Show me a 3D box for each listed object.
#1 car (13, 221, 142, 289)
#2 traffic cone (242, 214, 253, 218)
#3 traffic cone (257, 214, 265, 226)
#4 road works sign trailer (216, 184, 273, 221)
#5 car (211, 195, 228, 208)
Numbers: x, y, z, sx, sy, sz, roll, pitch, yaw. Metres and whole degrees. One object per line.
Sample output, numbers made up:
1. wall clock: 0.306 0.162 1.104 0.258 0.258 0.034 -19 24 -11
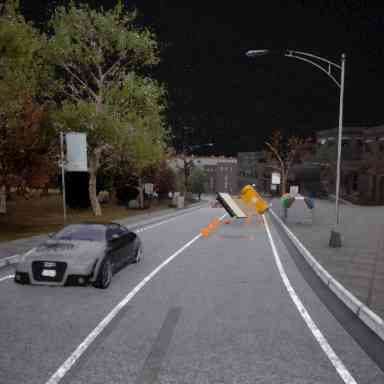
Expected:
1. car: -2.758 1.505 8.973 1.994 1.385 4.181 1 0 7
2. traffic cone: 3.686 1.926 21.997 0.340 0.580 0.340 2 2 7
3. traffic cone: 4.676 1.945 21.973 0.340 0.580 0.340 1 0 20
4. road works sign trailer: 3.303 1.093 23.634 3.560 2.880 2.380 4 42 -51
5. car: 3.797 1.189 44.638 2.097 1.767 4.553 1 0 10
